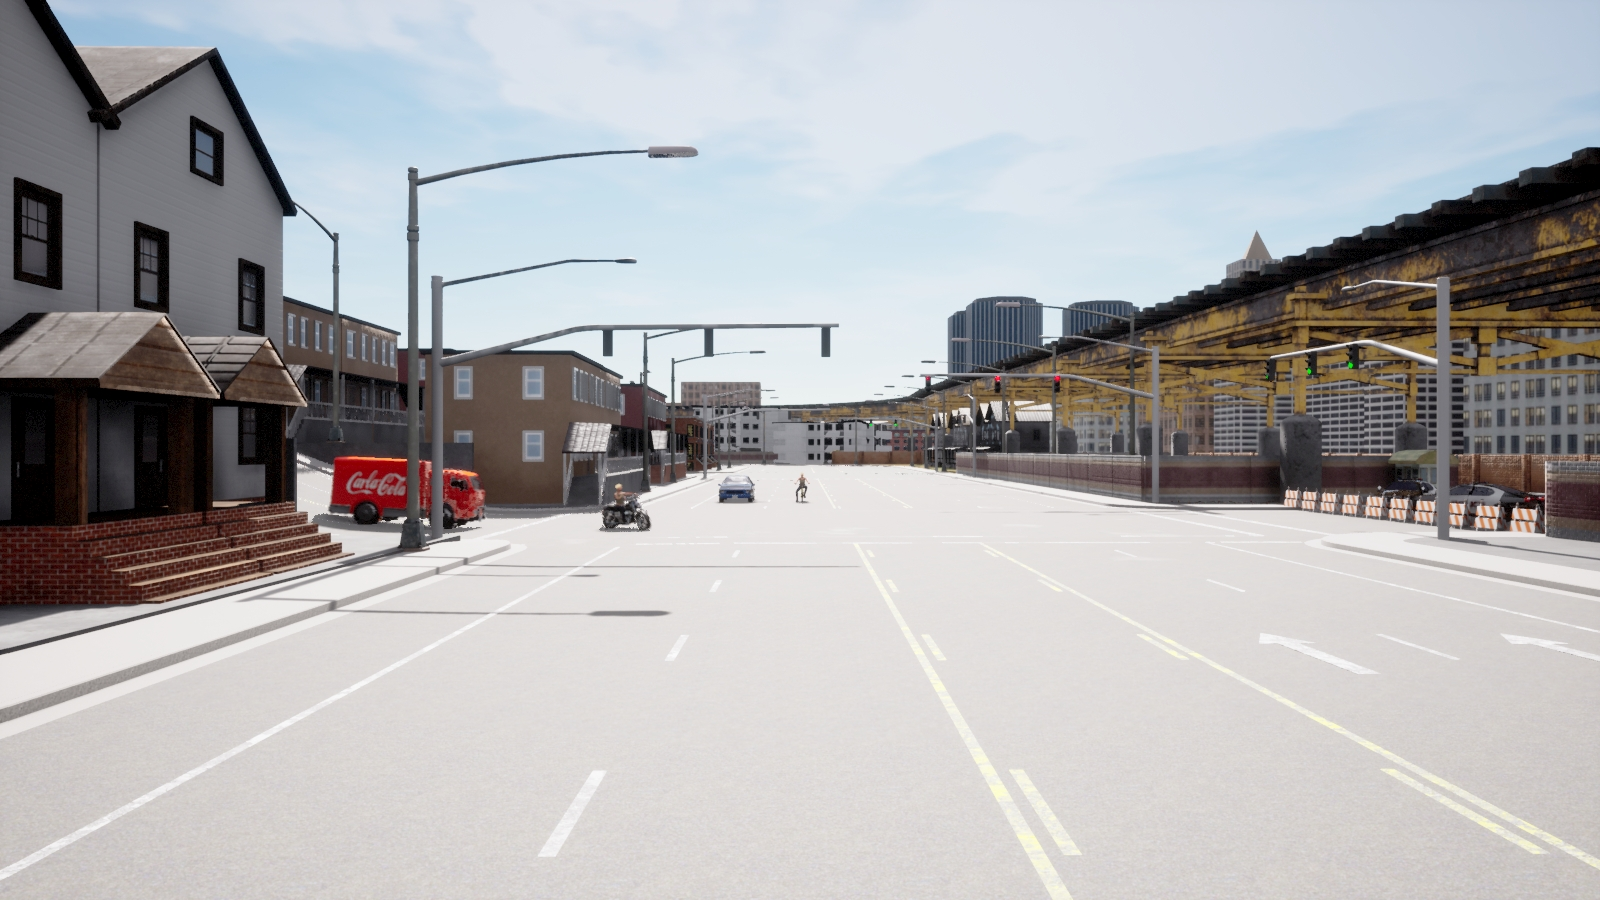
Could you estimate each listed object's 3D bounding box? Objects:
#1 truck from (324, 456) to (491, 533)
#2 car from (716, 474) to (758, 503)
[{"bbox_3d":[-14.487,1.610,42.448,5.204,2.467,2.627,3,0,0],"label":"truck"},{"bbox_3d":[-3.449,2.106,63.014,2.033,1.411,5.357,0,0,0],"label":"car"}]
